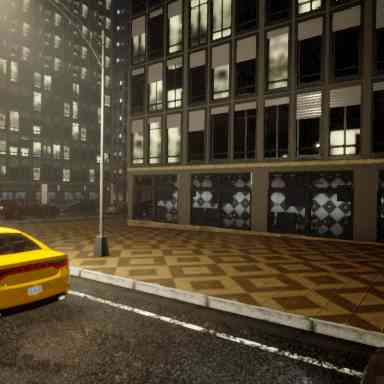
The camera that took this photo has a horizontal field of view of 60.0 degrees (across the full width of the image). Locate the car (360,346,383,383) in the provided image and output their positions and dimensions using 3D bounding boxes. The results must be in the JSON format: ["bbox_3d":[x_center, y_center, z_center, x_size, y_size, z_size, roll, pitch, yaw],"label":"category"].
[{"bbox_3d":[3.482,1.548,1.214,5.357,1.411,2.033,0,0,35],"label":"car"}]

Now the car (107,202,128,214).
[{"bbox_3d":[-7.603,1.830,38.823,1.752,1.417,4.829,1,0,36],"label":"car"}]

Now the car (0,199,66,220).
[{"bbox_3d":[-14.374,1.519,29.592,2.192,1.841,5.009,1,0,36],"label":"car"}]

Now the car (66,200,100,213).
[{"bbox_3d":[-13.462,1.742,40.620,2.033,1.411,5.357,1,0,36],"label":"car"}]

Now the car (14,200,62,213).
[{"bbox_3d":[-17.898,1.643,38.956,1.752,1.417,4.829,1,0,36],"label":"car"}]

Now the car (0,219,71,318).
[{"bbox_3d":[-4.632,1.474,6.955,5.008,1.535,1.882,0,0,35],"label":"car"}]
